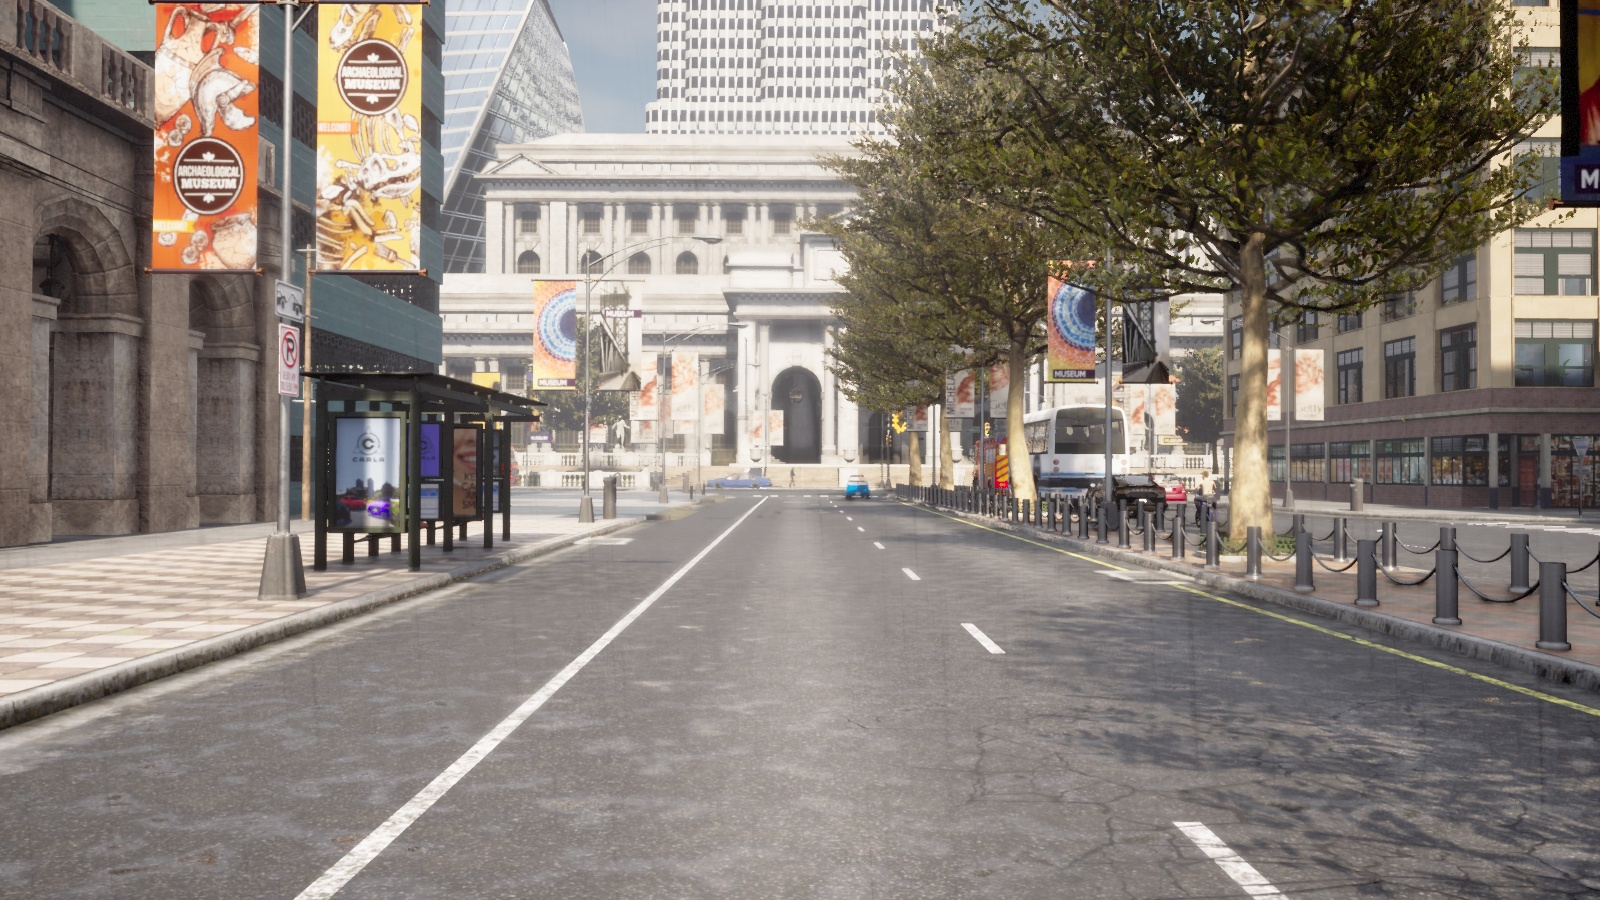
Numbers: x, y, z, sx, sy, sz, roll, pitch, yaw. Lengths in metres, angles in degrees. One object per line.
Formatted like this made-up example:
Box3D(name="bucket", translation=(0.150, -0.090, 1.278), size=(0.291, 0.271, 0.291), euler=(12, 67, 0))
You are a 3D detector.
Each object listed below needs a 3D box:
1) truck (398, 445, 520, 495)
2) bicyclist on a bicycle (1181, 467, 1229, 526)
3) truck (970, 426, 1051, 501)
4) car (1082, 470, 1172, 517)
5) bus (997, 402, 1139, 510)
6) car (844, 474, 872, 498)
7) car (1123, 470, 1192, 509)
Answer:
Box3D(name="truck", translation=(-24.316, 1.436, 89.897), size=(7.936, 3.462, 2.891), euler=(0, -1, 0))
Box3D(name="bicyclist on a bicycle", translation=(11.415, 1.299, 35.423), size=(0.866, 1.612, 1.509), euler=(0, -1, 0))
Box3D(name="truck", translation=(11.277, 0.746, 68.066), size=(2.891, 3.827, 8.468), euler=(0, -1, 0))
Box3D(name="car", translation=(11.386, 1.485, 44.090), size=(1.882, 1.535, 5.008), euler=(0, -1, 0))
Box3D(name="bus", translation=(11.353, 0.308, 54.621), size=(3.944, 4.253, 10.273), euler=(0, -1, 0))
Box3D(name="car", translation=(3.325, 2.069, 72.442), size=(1.481, 1.376, 2.207), euler=(0, -1, 0))
Box3D(name="car", translation=(14.863, 1.612, 52.410), size=(1.789, 1.549, 3.705), euler=(0, -1, 0))
